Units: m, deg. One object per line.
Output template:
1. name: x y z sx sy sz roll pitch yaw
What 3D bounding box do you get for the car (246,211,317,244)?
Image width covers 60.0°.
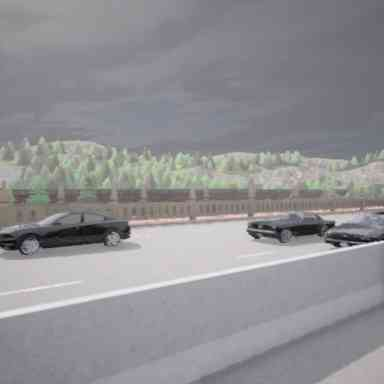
1. car: 4.821 1.602 16.026 4.718 1.301 1.895 0 0 -35

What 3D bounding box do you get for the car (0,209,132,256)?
1. car: -4.915 1.479 13.384 5.008 1.535 1.882 0 0 -35

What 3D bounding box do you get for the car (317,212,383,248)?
1. car: 7.781 1.549 13.839 5.357 1.411 2.033 0 0 -35
